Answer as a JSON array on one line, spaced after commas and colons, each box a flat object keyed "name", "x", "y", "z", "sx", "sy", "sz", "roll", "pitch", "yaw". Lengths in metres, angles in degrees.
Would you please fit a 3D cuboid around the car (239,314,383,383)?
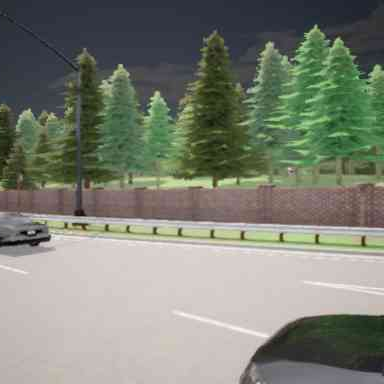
[{"name": "car", "x": 2.394, "y": 1.561, "z": 2.284, "sx": 4.181, "sy": 1.385, "sz": 1.994, "roll": 0, "pitch": 0, "yaw": 36}]

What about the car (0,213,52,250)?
[{"name": "car", "x": -8.167, "y": 1.593, "z": 14.117, "sx": 5.357, "sy": 1.411, "sz": 2.033, "roll": 0, "pitch": 0, "yaw": 36}]
